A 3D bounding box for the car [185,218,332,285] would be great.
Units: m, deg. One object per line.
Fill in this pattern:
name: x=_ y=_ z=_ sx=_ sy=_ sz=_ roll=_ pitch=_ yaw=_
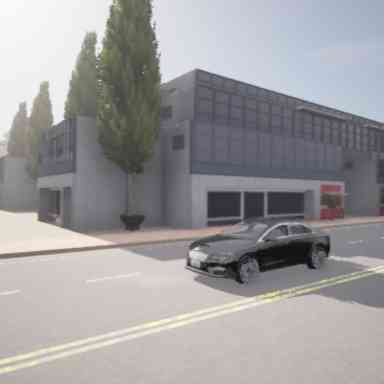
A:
car: x=2.094 y=1.548 z=9.745 sx=4.902 sy=1.511 sz=2.128 roll=1 pitch=0 yaw=-35
